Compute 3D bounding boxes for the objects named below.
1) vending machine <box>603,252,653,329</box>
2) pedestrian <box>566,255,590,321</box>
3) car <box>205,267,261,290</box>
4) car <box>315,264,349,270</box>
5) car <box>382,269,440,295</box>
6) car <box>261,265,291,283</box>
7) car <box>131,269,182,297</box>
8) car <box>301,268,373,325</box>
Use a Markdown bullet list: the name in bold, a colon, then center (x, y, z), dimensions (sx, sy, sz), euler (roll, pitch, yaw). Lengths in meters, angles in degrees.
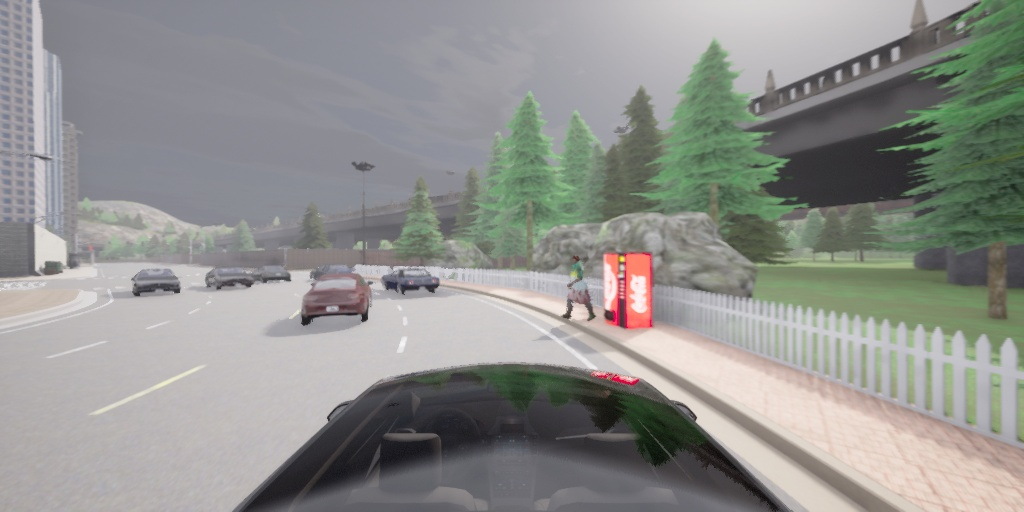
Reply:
- **vending machine**: center (3.025, 0.886, 9.386), dimensions (1.100, 2.100, 0.880), euler (0, 0, -13)
- **pedestrian**: center (1.801, 0.844, 9.856), dimensions (0.375, 1.860, 0.375), euler (-1, 0, -14)
- **car**: center (-19.069, 1.428, 24.088), dimensions (5.357, 1.411, 2.033), euler (0, 0, 41)
- **car**: center (-14.920, 1.359, 29.819), dimensions (5.357, 1.411, 2.033), euler (0, 0, 41)
- **car**: center (-5.740, 1.349, 19.869), dimensions (1.895, 1.301, 4.718), euler (-1, 0, -34)
- **car**: center (-19.665, 1.427, 29.226), dimensions (4.181, 1.385, 1.994), euler (-1, 0, 42)
- **car**: center (-20.525, 1.452, 20.663), dimensions (5.357, 1.411, 2.033), euler (0, 0, 42)
- **car**: center (-5.770, 1.301, 12.101), dimensions (1.812, 1.442, 4.674), euler (0, 0, -20)
